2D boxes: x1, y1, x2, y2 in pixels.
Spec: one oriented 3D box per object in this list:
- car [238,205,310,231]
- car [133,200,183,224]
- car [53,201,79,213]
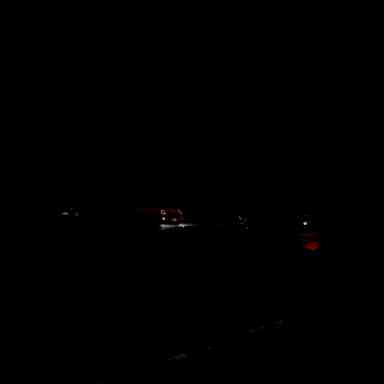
[{"bbox_3d":[5.098,1.590,21.262,1.837,1.490,4.892,1,-1,-38],"label":"car"},{"bbox_3d":[-2.711,1.486,26.036,2.097,1.767,4.553,0,-1,-40],"label":"car"},{"bbox_3d":[-15.700,1.849,41.401,1.994,1.385,4.181,0,-1,-40],"label":"car"}]
